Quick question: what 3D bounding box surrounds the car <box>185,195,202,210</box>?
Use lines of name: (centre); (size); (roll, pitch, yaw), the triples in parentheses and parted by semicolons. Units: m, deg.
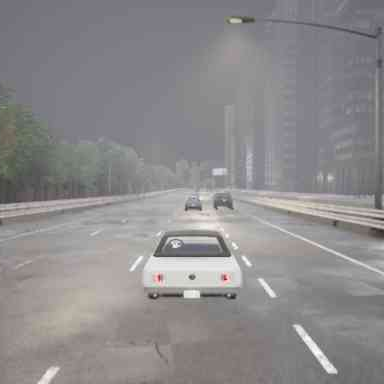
car: (0.172, 1.421, 39.966); (1.994, 1.385, 4.181); (0, 0, 0)

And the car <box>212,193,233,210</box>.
car: (3.775, 1.072, 41.296); (2.150, 2.045, 5.566); (0, 1, 1)

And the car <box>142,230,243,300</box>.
car: (0.008, 1.594, 8.337); (1.895, 1.301, 4.718); (0, 0, 0)

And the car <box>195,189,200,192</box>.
car: (0.896, 0.772, 91.892); (1.882, 1.535, 5.008); (0, 1, 1)

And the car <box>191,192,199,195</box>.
car: (0.358, 1.262, 57.993); (1.812, 1.442, 4.674); (0, 0, 1)
